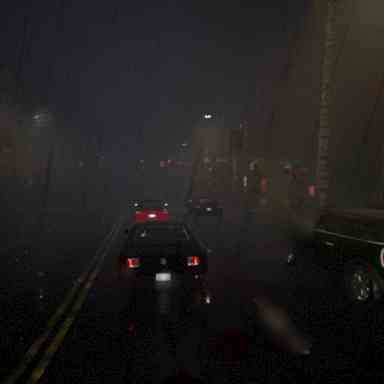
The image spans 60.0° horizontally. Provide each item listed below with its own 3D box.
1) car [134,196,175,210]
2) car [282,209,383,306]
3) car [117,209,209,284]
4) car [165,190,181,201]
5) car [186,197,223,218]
[{"bbox_3d":[-2.292,1.127,18.796,1.994,1.385,4.181,0,1,-8],"label":"car"},{"bbox_3d":[3.869,1.163,7.850,2.097,1.767,4.553,0,1,-8],"label":"car"},{"bbox_3d":[-0.871,1.391,8.953,1.895,1.301,4.718,0,1,-8],"label":"car"},{"bbox_3d":[-2.658,0.445,45.055,2.128,1.511,4.902,0,1,-8],"label":"car"},{"bbox_3d":[0.800,1.021,23.279,1.994,1.385,4.181,0,1,-8],"label":"car"}]
